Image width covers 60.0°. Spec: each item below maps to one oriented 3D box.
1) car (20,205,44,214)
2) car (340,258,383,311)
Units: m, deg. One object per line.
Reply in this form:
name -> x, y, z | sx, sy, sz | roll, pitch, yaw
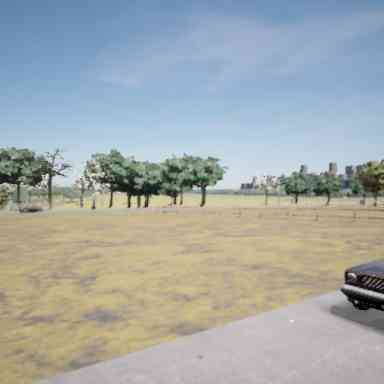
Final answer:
car -> -34.238, 3.647, 71.383 | 4.553, 1.767, 2.097 | 0, 0, -35
car -> 5.043, 1.626, 6.661 | 4.718, 1.301, 1.895 | 0, 0, -35
